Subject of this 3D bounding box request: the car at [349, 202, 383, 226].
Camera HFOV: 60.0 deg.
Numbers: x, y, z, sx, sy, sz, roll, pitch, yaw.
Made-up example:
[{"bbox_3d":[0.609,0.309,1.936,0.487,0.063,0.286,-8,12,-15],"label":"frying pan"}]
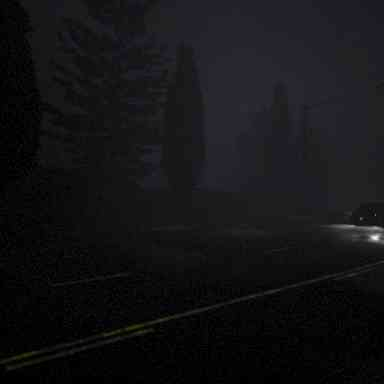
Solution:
[{"bbox_3d":[12.837,1.525,23.695,1.837,1.490,4.892,1,0,44],"label":"car"}]
